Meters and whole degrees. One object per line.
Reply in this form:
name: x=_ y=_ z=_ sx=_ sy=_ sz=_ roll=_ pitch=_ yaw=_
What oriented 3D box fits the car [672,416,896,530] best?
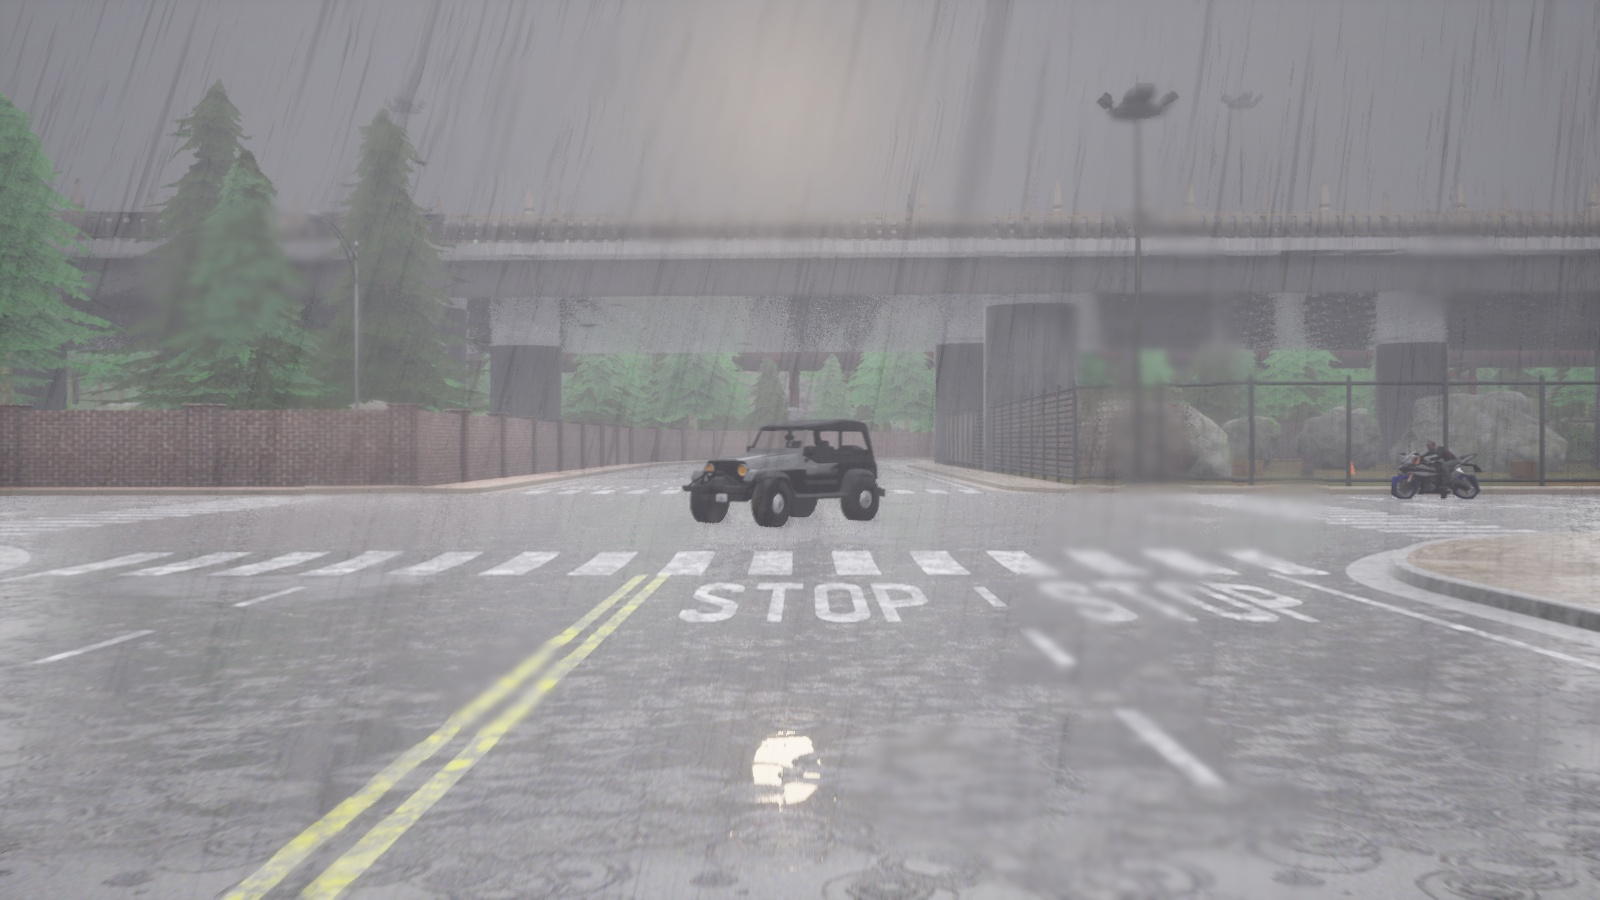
car: x=-0.217 y=0.365 z=22.691 sx=1.905 sy=1.878 sz=3.866 roll=0 pitch=0 yaw=43

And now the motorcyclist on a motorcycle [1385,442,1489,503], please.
motorcyclist on a motorcycle: x=16.091 y=0.560 z=31.768 sx=2.191 sy=1.530 sz=0.866 roll=0 pitch=0 yaw=0
